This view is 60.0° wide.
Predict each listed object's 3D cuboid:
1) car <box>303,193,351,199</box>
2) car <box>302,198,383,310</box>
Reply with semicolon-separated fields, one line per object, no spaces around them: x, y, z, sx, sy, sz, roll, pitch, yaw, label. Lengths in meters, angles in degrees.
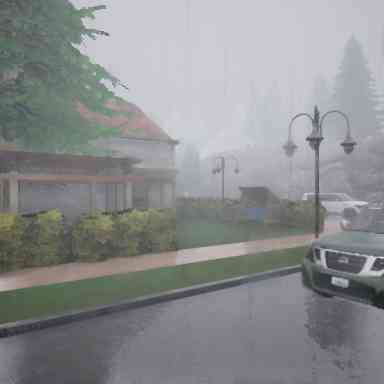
10.990;1.060;25.537;2.150;2.045;5.566;0;0;-35;car
4.877;1.221;7.365;5.566;2.045;2.150;0;0;-34;car
